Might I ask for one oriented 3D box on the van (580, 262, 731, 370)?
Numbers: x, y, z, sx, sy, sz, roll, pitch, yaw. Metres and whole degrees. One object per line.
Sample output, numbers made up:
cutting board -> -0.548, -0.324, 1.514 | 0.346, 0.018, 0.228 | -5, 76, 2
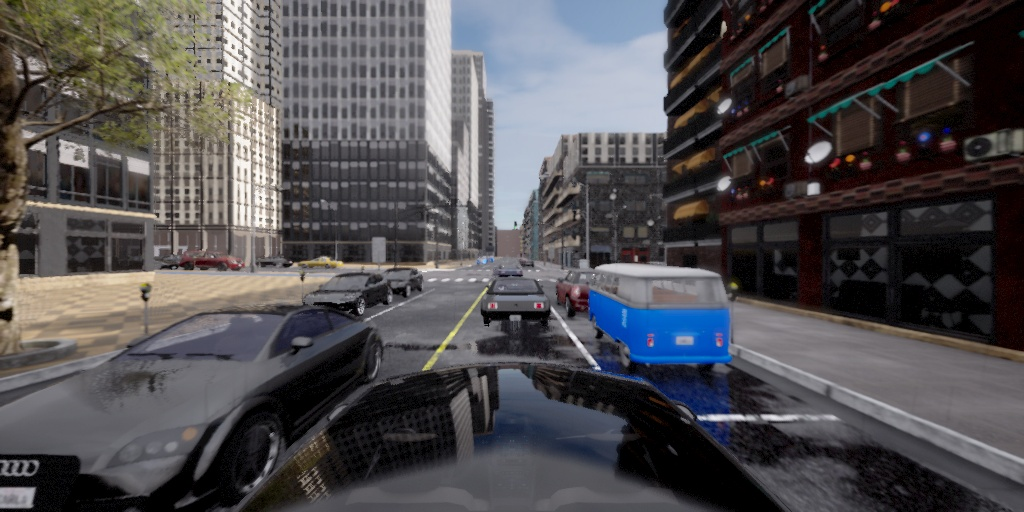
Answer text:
van -> 2.688, 1.074, 7.429 | 1.690, 1.789, 3.998 | 0, 0, 0

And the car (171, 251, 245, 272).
car -> -27.402, 0.496, 32.775 | 5.009, 1.841, 2.192 | 0, 0, -1

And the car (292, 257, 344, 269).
car -> -22.065, 0.761, 41.308 | 4.829, 1.417, 1.751 | 0, 0, -1

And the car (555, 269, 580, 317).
car -> 2.685, 1.156, 12.979 | 1.967, 1.591, 4.097 | 0, 0, 0

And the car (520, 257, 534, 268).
car -> 2.661, 1.154, 57.870 | 1.948, 1.339, 4.313 | 0, 0, 0

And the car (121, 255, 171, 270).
car -> -33.021, 0.641, 32.709 | 4.313, 1.339, 1.948 | 0, 0, -1

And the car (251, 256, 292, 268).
car -> -27.510, 0.696, 41.156 | 4.313, 1.339, 1.948 | 0, 0, -1

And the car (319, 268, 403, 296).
car -> -5.695, 1.281, 12.974 | 1.948, 1.339, 4.313 | 0, 0, 0

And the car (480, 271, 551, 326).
car -> 0.096, 1.321, 11.580 | 1.895, 1.301, 4.718 | 0, 0, 0

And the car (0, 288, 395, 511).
car -> -3.093, 1.306, 4.211 | 1.994, 1.385, 4.181 | 0, 0, 0

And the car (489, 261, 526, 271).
car -> -0.483, 1.277, 29.216 | 1.895, 1.301, 4.718 | 1, 0, -10

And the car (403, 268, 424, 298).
car -> -5.698, 1.265, 18.220 | 1.948, 1.339, 4.313 | 0, 0, 0
